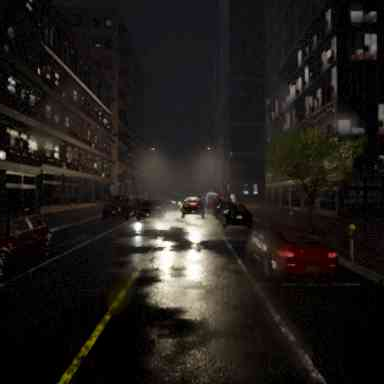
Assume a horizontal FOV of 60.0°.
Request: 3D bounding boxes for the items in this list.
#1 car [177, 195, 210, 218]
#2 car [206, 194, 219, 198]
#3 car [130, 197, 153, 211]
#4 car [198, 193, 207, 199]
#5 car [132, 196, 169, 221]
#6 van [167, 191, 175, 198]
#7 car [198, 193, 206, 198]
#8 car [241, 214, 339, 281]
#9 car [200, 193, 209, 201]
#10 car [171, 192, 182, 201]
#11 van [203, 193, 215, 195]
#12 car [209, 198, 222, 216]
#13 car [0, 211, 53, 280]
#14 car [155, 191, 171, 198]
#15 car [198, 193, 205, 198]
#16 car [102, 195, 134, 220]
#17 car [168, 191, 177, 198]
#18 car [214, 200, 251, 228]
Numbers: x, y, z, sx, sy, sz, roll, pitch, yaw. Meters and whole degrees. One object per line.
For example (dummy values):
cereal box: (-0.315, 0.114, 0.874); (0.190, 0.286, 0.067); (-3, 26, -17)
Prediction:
car: (0.099, 1.317, 28.040); (2.128, 1.511, 4.902); (0, 0, 0)
car: (2.676, 1.306, 37.916); (1.887, 1.381, 4.507); (1, 0, 0)
car: (-5.671, 1.326, 38.042); (1.947, 1.339, 4.313); (1, 0, 0)
car: (2.680, 1.014, 83.497); (2.008, 1.369, 4.403); (1, 0, 0)
car: (-3.095, 1.345, 25.601); (1.837, 1.490, 4.892); (0, 0, 0)
van: (-5.662, 0.766, 89.320); (1.690, 1.788, 3.998); (1, 0, 0)
car: (2.681, 0.971, 89.195); (1.887, 1.381, 4.507); (1, 0, 0)
car: (2.673, 1.524, 9.427); (1.802, 1.307, 4.206); (1, 0, 0)
car: (2.680, 1.062, 72.272); (1.752, 1.417, 4.829); (1, 0, 0)
car: (-3.000, 1.125, 67.085); (1.994, 1.385, 4.181); (0, 0, 0)
van: (2.681, 1.065, 43.612); (1.690, 1.788, 3.998); (1, 0, 0)
car: (2.675, 1.401, 26.521); (1.947, 1.339, 4.313); (1, 0, 0)
car: (-5.671, 1.382, 9.551); (1.967, 1.590, 4.097); (1, 0, 0)
car: (-5.664, 0.926, 60.831); (2.192, 1.841, 5.009); (1, 0, 0)
car: (2.682, 0.913, 95.062); (1.752, 1.417, 4.829); (1, 0, 0)
car: (-5.667, 1.149, 26.645); (2.192, 1.841, 5.009); (1, 0, 0)
car: (-5.661, 0.703, 95.016); (2.192, 1.841, 5.009); (1, 0, 0)
car: (2.674, 1.437, 20.823); (1.947, 1.339, 4.313); (1, 0, 0)
